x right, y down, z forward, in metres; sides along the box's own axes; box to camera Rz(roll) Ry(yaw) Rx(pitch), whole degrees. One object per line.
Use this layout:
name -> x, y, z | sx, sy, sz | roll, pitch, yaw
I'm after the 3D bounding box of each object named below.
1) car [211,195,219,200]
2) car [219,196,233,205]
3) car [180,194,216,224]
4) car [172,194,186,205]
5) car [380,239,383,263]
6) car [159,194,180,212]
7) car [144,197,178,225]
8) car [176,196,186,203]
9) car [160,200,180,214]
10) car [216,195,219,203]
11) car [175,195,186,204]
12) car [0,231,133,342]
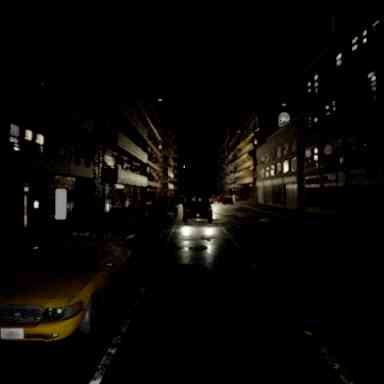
car -> 6.248, 1.501, 91.418 | 2.008, 1.369, 4.403 | 0, 0, 0
car -> 6.173, 1.505, 57.771 | 1.752, 1.417, 4.829 | 0, 0, 0
car -> 0.411, 1.207, 25.310 | 2.150, 2.045, 5.566 | 0, 0, 0
car -> -2.206, 1.269, 57.623 | 2.192, 1.841, 5.009 | 0, 0, 0
car -> 6.063, 1.330, 6.873 | 2.192, 1.841, 5.009 | 0, 0, 0
car -> -2.268, 1.290, 29.442 | 2.192, 1.841, 5.009 | 0, 0, 0
car -> -2.282, 1.419, 23.805 | 1.967, 1.590, 4.097 | 0, 0, 0
car -> -2.182, 1.490, 68.896 | 1.887, 1.381, 4.507 | 0, 0, 0
car -> -2.258, 1.554, 35.078 | 1.802, 1.307, 4.206 | 0, 0, 0
car -> 6.198, 1.515, 68.873 | 1.887, 1.381, 4.507 | 0, 0, 0
car -> -2.195, 1.390, 63.259 | 1.967, 1.590, 4.097 | 0, 0, 0
car -> -2.320, 1.515, 6.725 | 1.752, 1.417, 4.829 | 0, 0, 0
